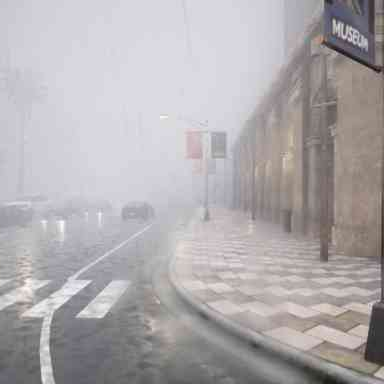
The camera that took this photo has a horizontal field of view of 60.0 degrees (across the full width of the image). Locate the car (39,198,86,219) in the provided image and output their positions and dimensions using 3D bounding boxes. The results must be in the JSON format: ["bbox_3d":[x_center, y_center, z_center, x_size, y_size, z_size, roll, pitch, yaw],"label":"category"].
[{"bbox_3d":[-11.362,1.526,29.512,1.812,1.442,4.674,0,0,2],"label":"car"}]

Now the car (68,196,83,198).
[{"bbox_3d":[-14.413,1.352,40.700,2.097,1.767,4.553,0,0,2],"label":"car"}]

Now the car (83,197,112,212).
[{"bbox_3d":[-10.962,1.526,39.393,1.812,1.442,4.674,0,0,2],"label":"car"}]

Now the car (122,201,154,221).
[{"bbox_3d":[-4.340,1.504,27.248,1.882,1.535,5.008,0,0,2],"label":"car"}]

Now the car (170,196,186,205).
[{"bbox_3d":[-2.420,1.506,57.942,1.882,1.535,5.008,-1,-1,14],"label":"car"}]

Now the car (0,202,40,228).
[{"bbox_3d":[-11.679,1.547,20.089,2.033,1.411,5.357,0,0,2],"label":"car"}]

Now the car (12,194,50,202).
[{"bbox_3d":[-14.836,1.221,30.384,2.150,2.045,5.566,0,0,2],"label":"car"}]
